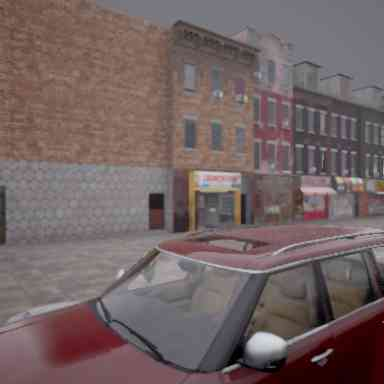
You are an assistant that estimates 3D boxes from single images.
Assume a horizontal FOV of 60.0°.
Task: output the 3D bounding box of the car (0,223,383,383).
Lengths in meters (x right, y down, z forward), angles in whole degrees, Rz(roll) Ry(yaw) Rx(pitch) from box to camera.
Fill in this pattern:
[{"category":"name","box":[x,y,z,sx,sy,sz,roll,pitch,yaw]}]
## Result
[{"category":"car","box":[0.462,1.322,3.145,5.009,1.841,2.192,0,0,-36]}]
